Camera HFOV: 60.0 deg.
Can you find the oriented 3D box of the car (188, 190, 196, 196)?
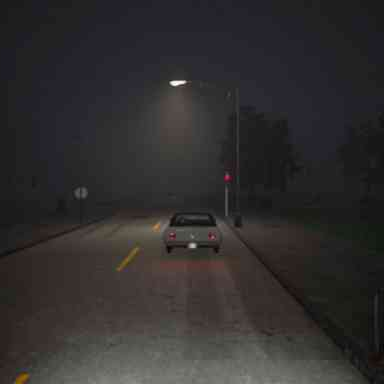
[{"bbox_3d":[-0.006,0.176,76.056,1.895,1.301,4.718,0,1,0],"label":"car"}]

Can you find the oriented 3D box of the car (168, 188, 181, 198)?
[{"bbox_3d":[-4.006,0.407,69.863,2.033,1.411,5.357,0,1,0],"label":"car"}]

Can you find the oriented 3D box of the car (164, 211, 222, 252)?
[{"bbox_3d":[0.040,1.391,12.826,1.895,1.301,4.718,0,1,1],"label":"car"}]
